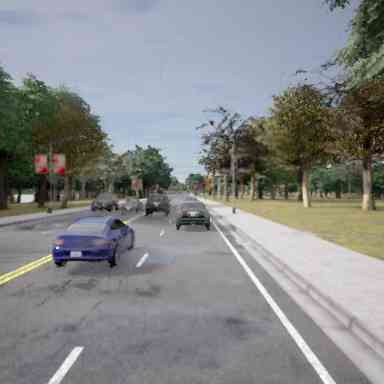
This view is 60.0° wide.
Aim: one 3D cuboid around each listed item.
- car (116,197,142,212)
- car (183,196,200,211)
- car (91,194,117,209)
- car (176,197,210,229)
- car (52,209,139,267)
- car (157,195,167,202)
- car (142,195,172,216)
[{"bbox_3d":[-6.720,1.546,37.504,2.128,1.511,4.902,0,0,0],"label":"car"},{"bbox_3d":[-0.066,1.419,42.519,2.097,1.767,4.553,0,0,0],"label":"car"},{"bbox_3d":[-9.979,1.279,38.533,2.150,2.045,5.566,0,0,0],"label":"car"},{"bbox_3d":[0.056,1.371,21.781,2.097,1.767,4.553,0,0,0],"label":"car"},{"bbox_3d":[-3.162,1.532,11.366,1.812,1.442,4.674,0,0,0],"label":"car"},{"bbox_3d":[-7.078,1.487,79.158,2.128,1.511,4.902,0,0,-1],"label":"car"},{"bbox_3d":[-3.258,1.264,32.751,2.150,2.045,5.566,0,0,-1],"label":"car"}]
